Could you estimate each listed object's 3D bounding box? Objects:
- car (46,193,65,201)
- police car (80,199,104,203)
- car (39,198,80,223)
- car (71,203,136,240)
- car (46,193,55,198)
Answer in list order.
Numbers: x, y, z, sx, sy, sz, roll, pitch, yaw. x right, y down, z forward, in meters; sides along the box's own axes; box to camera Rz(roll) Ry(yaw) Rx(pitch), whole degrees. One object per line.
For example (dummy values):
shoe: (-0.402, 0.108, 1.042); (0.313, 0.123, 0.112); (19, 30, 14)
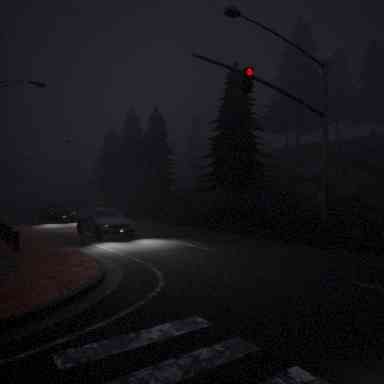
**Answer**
car: (-31.411, 1.153, 76.499); (3.866, 1.878, 1.905); (0, 0, -36)
police car: (-9.061, 1.435, 29.972); (1.930, 1.638, 5.238); (0, 0, -35)
car: (-10.556, 1.515, 25.864); (1.837, 1.490, 4.892); (0, 1, -35)
car: (-4.634, 1.537, 17.436); (1.812, 1.442, 4.674); (0, 0, -35)
car: (-29.630, 1.151, 74.683); (4.605, 1.855, 1.932); (0, 0, -36)
